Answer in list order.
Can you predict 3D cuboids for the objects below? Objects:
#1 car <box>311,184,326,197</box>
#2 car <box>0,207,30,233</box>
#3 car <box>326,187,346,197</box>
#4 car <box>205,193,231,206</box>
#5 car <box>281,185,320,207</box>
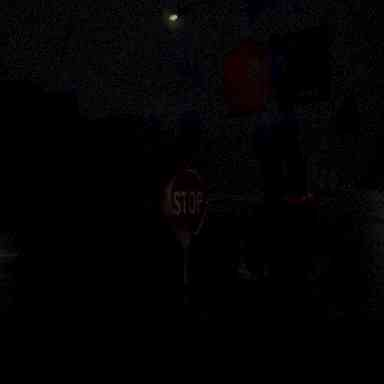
[{"bbox_3d":[20.830,-0.267,55.156,2.150,2.045,5.566,-2,1,32],"label":"car"},{"bbox_3d":[-10.835,1.502,17.112,1.812,1.442,4.674,-2,0,33],"label":"car"},{"bbox_3d":[22.825,-0.028,52.193,1.837,1.490,4.892,-2,1,32],"label":"car"},{"bbox_3d":[2.901,0.843,39.011,2.128,1.511,4.902,-2,1,32],"label":"car"},{"bbox_3d":[10.762,0.465,32.855,2.097,1.767,4.553,-2,1,32],"label":"car"}]
